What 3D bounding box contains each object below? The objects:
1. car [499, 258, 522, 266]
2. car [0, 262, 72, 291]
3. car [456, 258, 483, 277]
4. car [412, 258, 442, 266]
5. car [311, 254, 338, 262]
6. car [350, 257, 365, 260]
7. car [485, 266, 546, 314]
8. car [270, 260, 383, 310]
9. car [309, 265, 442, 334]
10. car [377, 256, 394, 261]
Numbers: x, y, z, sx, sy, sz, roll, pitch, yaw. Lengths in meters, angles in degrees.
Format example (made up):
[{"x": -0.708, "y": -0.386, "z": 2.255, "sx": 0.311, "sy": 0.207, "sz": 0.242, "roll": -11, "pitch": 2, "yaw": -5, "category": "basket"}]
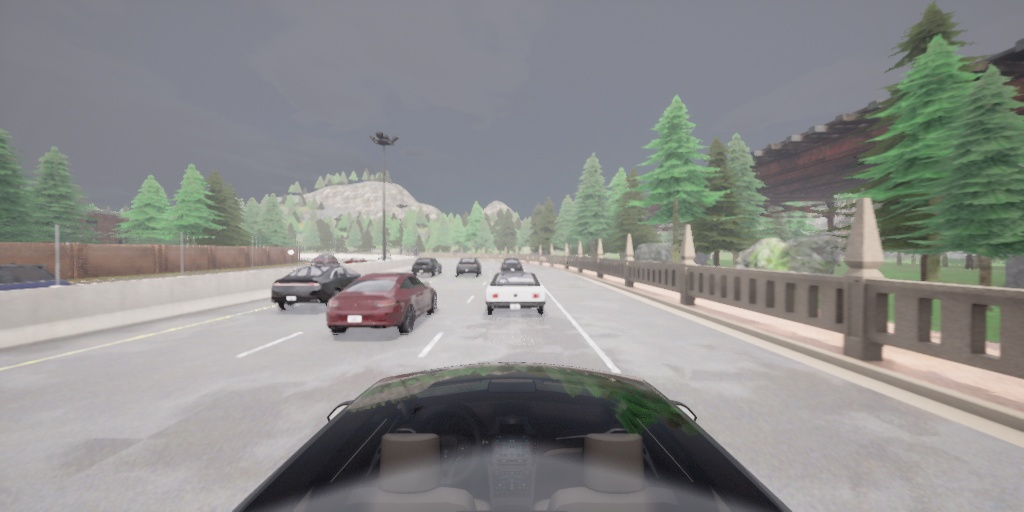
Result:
[{"x": -0.077, "y": 0.886, "z": 30.768, "sx": 1.812, "sy": 1.442, "sz": 4.674, "roll": 0, "pitch": 1, "yaw": -2, "category": "car"}, {"x": -14.098, "y": 1.010, "z": 8.759, "sx": 2.097, "sy": 1.767, "sz": 4.553, "roll": 0, "pitch": 1, "yaw": 0, "category": "car"}, {"x": -3.530, "y": 0.866, "z": 29.716, "sx": 2.128, "sy": 1.511, "sz": 4.902, "roll": 0, "pitch": 1, "yaw": -2, "category": "car"}, {"x": -7.031, "y": 0.879, "z": 29.828, "sx": 1.837, "sy": 1.490, "sz": 4.892, "roll": 0, "pitch": 1, "yaw": -2, "category": "car"}, {"x": -22.771, "y": 0.544, "z": 43.678, "sx": 2.097, "sy": 1.767, "sz": 4.553, "roll": 0, "pitch": 1, "yaw": -11, "category": "car"}, {"x": -19.232, "y": 0.784, "z": 44.179, "sx": 1.895, "sy": 1.301, "sz": 4.718, "roll": 0, "pitch": 1, "yaw": -10, "category": "car"}, {"x": 0.108, "y": 1.199, "z": 12.993, "sx": 1.895, "sy": 1.301, "sz": 4.718, "roll": 0, "pitch": 1, "yaw": 0, "category": "car"}, {"x": -6.891, "y": 1.083, "z": 13.621, "sx": 2.128, "sy": 1.511, "sz": 4.902, "roll": 0, "pitch": 1, "yaw": 0, "category": "car"}, {"x": -3.404, "y": 1.164, "z": 10.049, "sx": 1.812, "sy": 1.442, "sz": 4.674, "roll": 0, "pitch": 1, "yaw": 0, "category": "car"}, {"x": -15.911, "y": 0.697, "z": 45.024, "sx": 1.812, "sy": 1.442, "sz": 4.674, "roll": 0, "pitch": 1, "yaw": -11, "category": "car"}]
